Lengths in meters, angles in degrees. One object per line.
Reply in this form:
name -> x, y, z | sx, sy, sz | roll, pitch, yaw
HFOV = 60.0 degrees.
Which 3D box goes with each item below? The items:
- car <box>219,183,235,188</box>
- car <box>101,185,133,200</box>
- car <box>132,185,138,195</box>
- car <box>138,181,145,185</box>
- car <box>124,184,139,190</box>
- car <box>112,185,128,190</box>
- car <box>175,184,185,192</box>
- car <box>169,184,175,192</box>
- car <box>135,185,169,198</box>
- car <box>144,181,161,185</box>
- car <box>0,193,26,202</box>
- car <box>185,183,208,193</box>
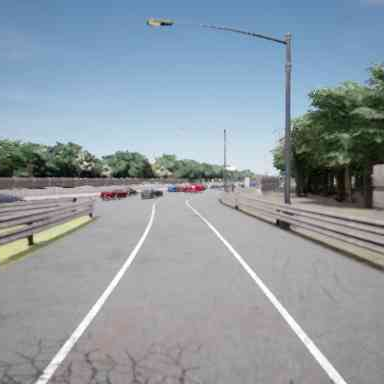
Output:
car -> 9.974, -1.696, 94.555 | 2.097, 1.767, 4.553 | 0, 2, 18
car -> -10.352, 0.246, 44.970 | 1.882, 1.535, 5.008 | 0, 2, 19
car -> -10.689, -0.040, 54.931 | 1.812, 1.442, 4.674 | 0, 2, 19
car -> -13.301, -1.541, 91.122 | 2.150, 2.045, 5.566 | 0, 2, 18
car -> -16.612, -1.303, 92.259 | 1.882, 1.535, 5.008 | 0, 2, 18
car -> -20.032, -1.243, 93.071 | 2.033, 1.411, 5.357 | 0, 2, 18
car -> -1.401, -0.716, 71.524 | 1.882, 1.535, 5.008 | 0, 2, 19
car -> -3.904, -0.816, 75.060 | 1.882, 1.535, 5.008 | 0, 2, 18
car -> -5.679, 0.126, 47.878 | 2.128, 1.511, 4.902 | 0, 2, 19
car -> -9.979, -1.529, 90.022 | 2.150, 2.045, 5.566 | 0, 2, 18
car -> -18.281, 0.813, 32.409 | 1.994, 1.385, 4.181 | 0, 2, 19
car -> 1.111, -0.873, 68.018 | 2.150, 2.045, 5.566 | 0, 2, 19
